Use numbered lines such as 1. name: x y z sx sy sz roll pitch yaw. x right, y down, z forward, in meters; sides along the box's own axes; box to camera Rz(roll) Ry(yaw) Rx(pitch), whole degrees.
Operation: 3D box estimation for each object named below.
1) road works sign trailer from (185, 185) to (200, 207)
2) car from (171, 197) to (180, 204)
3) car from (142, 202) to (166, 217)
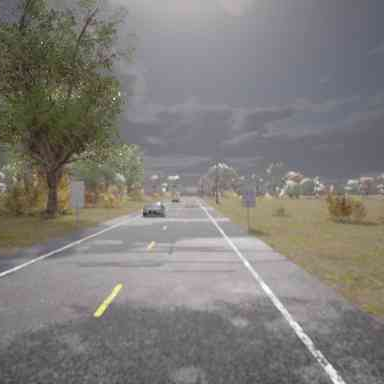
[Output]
1. road works sign trailer: -0.010 0.680 55.831 2.380 3.560 2.880 0 0 0
2. car: -3.513 1.830 72.605 1.895 1.301 4.718 0 0 0
3. car: -3.599 1.683 32.267 1.994 1.385 4.181 0 0 0
